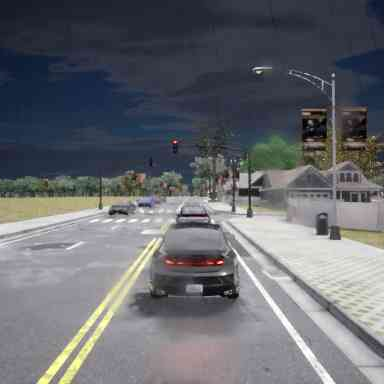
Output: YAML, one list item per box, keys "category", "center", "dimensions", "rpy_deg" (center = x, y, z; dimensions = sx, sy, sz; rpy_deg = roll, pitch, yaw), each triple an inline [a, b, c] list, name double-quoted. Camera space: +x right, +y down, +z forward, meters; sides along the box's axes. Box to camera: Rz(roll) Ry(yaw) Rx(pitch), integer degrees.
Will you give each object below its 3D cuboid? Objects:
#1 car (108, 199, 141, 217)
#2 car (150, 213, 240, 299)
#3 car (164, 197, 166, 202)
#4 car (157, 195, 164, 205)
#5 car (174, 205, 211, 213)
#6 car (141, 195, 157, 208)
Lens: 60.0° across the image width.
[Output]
- category: "car"
  center: [-6.655, 1.558, 32.181]
  dimensions: [2.033, 1.411, 5.357]
  rpy_deg: [0, 0, 0]
- category: "car"
  center: [0.070, 1.510, 8.476]
  dimensions: [1.837, 1.490, 4.892]
  rpy_deg: [0, 0, 1]
- category: "car"
  center: [-6.612, 1.551, 71.787]
  dimensions: [1.994, 1.385, 4.181]
  rpy_deg: [0, 0, 0]
- category: "car"
  center: [-6.667, 1.354, 59.750]
  dimensions: [2.097, 1.767, 4.553]
  rpy_deg: [0, 0, 0]
- category: "car"
  center: [0.045, 1.501, 18.746]
  dimensions: [2.128, 1.511, 4.902]
  rpy_deg: [0, 0, -2]
- category: "car"
  center: [-6.669, 1.484, 48.688]
  dimensions: [1.882, 1.535, 5.008]
  rpy_deg: [0, 0, 0]
